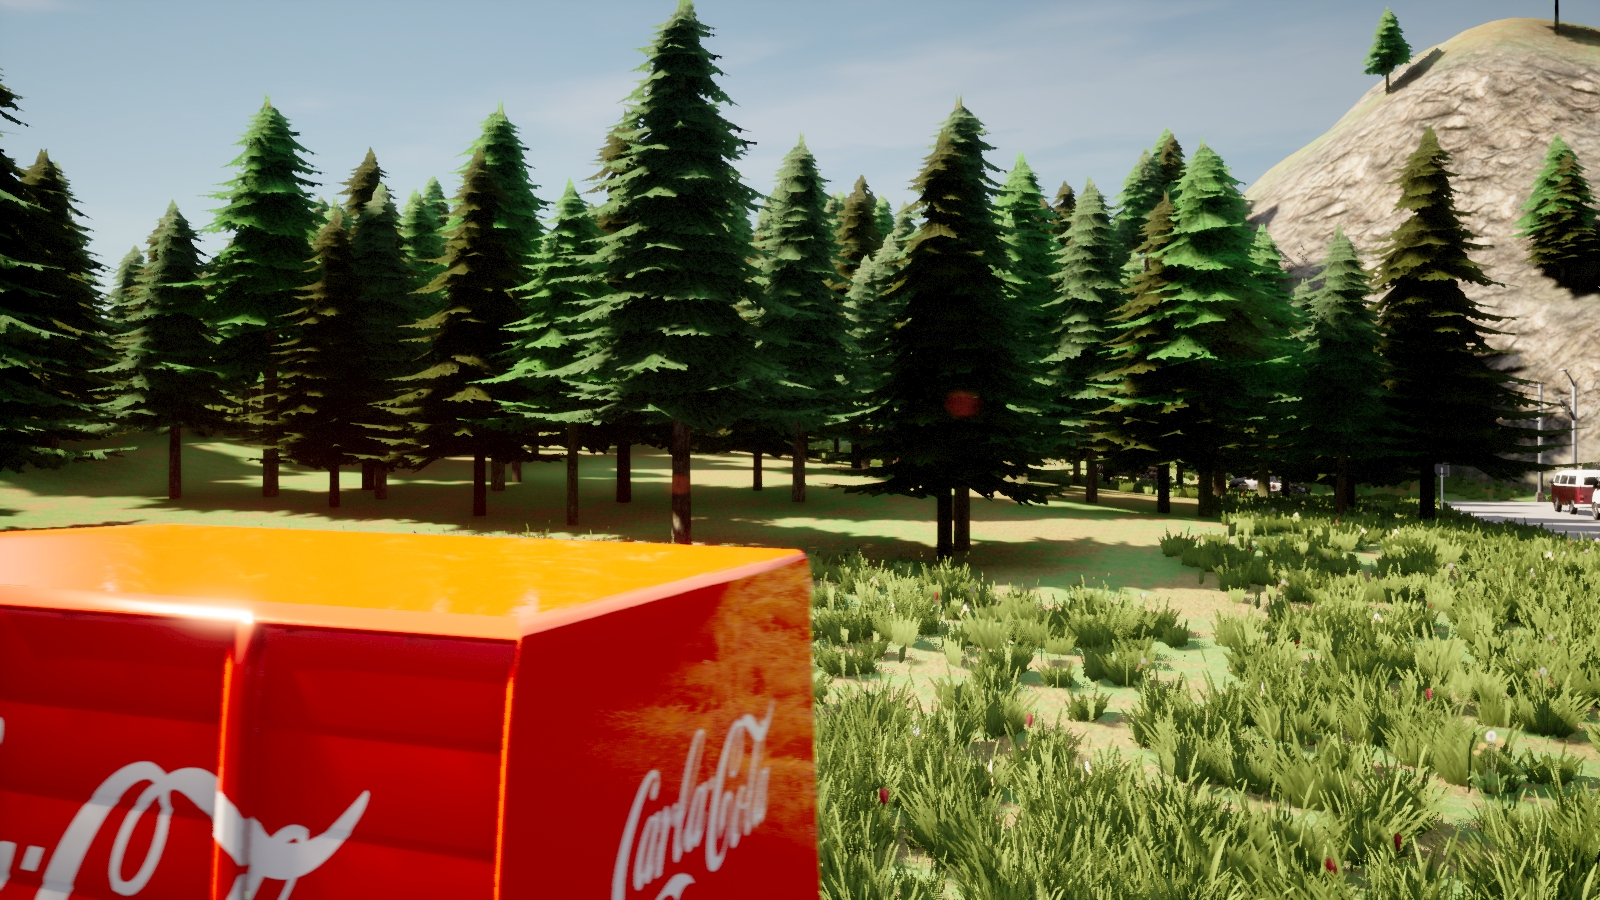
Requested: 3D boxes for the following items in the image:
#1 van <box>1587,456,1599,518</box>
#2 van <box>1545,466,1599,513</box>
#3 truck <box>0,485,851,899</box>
[{"bbox_3d":[33.726,1.534,45.978,1.988,2.561,5.915,0,0,20],"label":"van"},{"bbox_3d":[36.159,1.782,52.642,2.069,2.038,4.480,0,0,20],"label":"van"},{"bbox_3d":[-2.686,1.428,4.307,5.204,2.467,2.627,0,0,20],"label":"truck"}]
